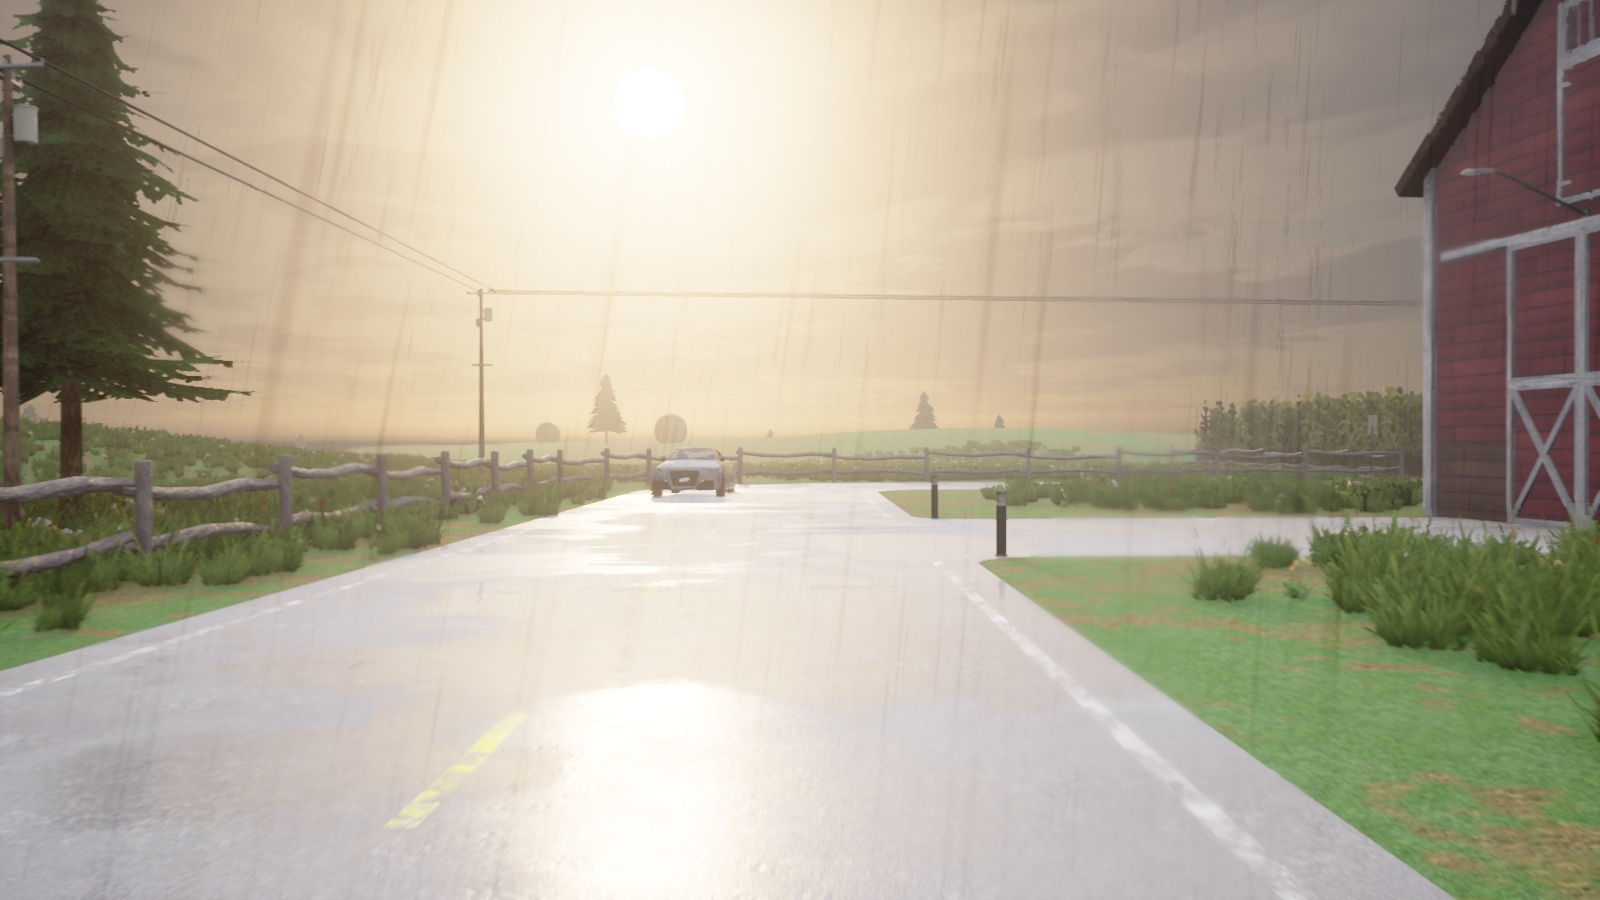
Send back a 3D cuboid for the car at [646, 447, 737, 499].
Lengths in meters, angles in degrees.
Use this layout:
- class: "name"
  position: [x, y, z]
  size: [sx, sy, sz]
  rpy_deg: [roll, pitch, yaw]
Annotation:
- class: "car"
  position: [-2.996, 0.607, 35.590]
  size: [1.994, 1.385, 4.181]
  rpy_deg: [0, 0, 3]
